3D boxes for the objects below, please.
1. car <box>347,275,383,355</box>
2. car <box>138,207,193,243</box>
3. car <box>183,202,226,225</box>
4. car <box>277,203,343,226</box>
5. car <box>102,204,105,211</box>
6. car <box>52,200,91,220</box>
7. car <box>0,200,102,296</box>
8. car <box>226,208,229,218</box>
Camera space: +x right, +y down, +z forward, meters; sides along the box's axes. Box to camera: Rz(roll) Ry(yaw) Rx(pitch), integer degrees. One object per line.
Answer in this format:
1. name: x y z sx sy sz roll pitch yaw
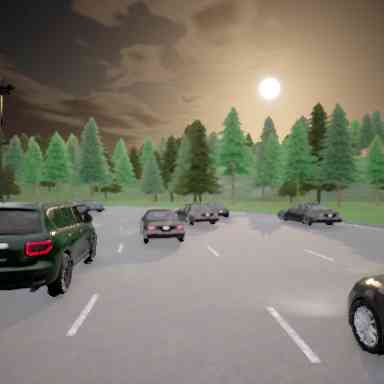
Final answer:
1. car: 3.376 1.481 3.196 1.837 1.490 4.892 0 0 -3
2. car: -1.583 1.545 16.307 2.033 1.411 5.357 0 0 -12
3. car: 0.171 1.529 23.656 2.033 1.411 5.357 0 0 -19
4. car: 7.800 1.481 22.587 2.033 1.411 5.357 0 0 -13
5. car: -11.614 1.595 36.472 5.357 1.411 2.033 0 0 44
6. car: -10.921 1.539 29.915 2.128 1.511 4.902 0 0 -35
7. car: -4.002 1.240 8.735 2.150 2.045 5.566 0 0 -6
8. car: 1.510 1.533 28.986 1.994 1.385 4.181 0 0 -25
